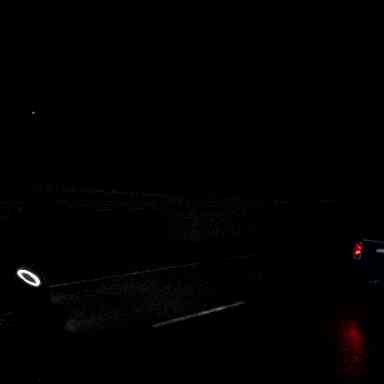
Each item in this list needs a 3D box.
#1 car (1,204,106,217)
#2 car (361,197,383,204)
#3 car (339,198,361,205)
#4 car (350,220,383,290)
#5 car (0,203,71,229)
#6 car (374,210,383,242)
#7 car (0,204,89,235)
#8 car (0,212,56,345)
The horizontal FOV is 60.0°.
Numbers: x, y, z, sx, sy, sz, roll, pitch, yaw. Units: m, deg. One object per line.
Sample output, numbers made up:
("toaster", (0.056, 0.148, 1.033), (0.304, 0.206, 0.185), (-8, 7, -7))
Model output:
("car", (-6.652, 1.490, 16.442), (4.902, 1.511, 2.128), (0, 0, -35))
("car", (24.408, 1.434, 42.870), (5.008, 1.535, 1.882), (0, 0, -35))
("car", (22.405, 1.504, 45.742), (5.357, 1.411, 2.033), (0, 0, -35))
("car", (5.780, 1.348, 7.868), (4.553, 1.767, 2.097), (0, 0, -36))
("car", (-10.698, 1.525, 22.155), (4.674, 1.442, 1.812), (0, 0, -35))
("car", (11.083, 1.537, 15.948), (5.357, 1.411, 2.033), (0, 0, -35))
("car", (-8.681, 1.504, 19.294), (4.892, 1.490, 1.837), (0, 0, -35))
("car", (-4.546, 1.353, 4.802), (4.553, 1.767, 2.097), (0, 0, -35))
